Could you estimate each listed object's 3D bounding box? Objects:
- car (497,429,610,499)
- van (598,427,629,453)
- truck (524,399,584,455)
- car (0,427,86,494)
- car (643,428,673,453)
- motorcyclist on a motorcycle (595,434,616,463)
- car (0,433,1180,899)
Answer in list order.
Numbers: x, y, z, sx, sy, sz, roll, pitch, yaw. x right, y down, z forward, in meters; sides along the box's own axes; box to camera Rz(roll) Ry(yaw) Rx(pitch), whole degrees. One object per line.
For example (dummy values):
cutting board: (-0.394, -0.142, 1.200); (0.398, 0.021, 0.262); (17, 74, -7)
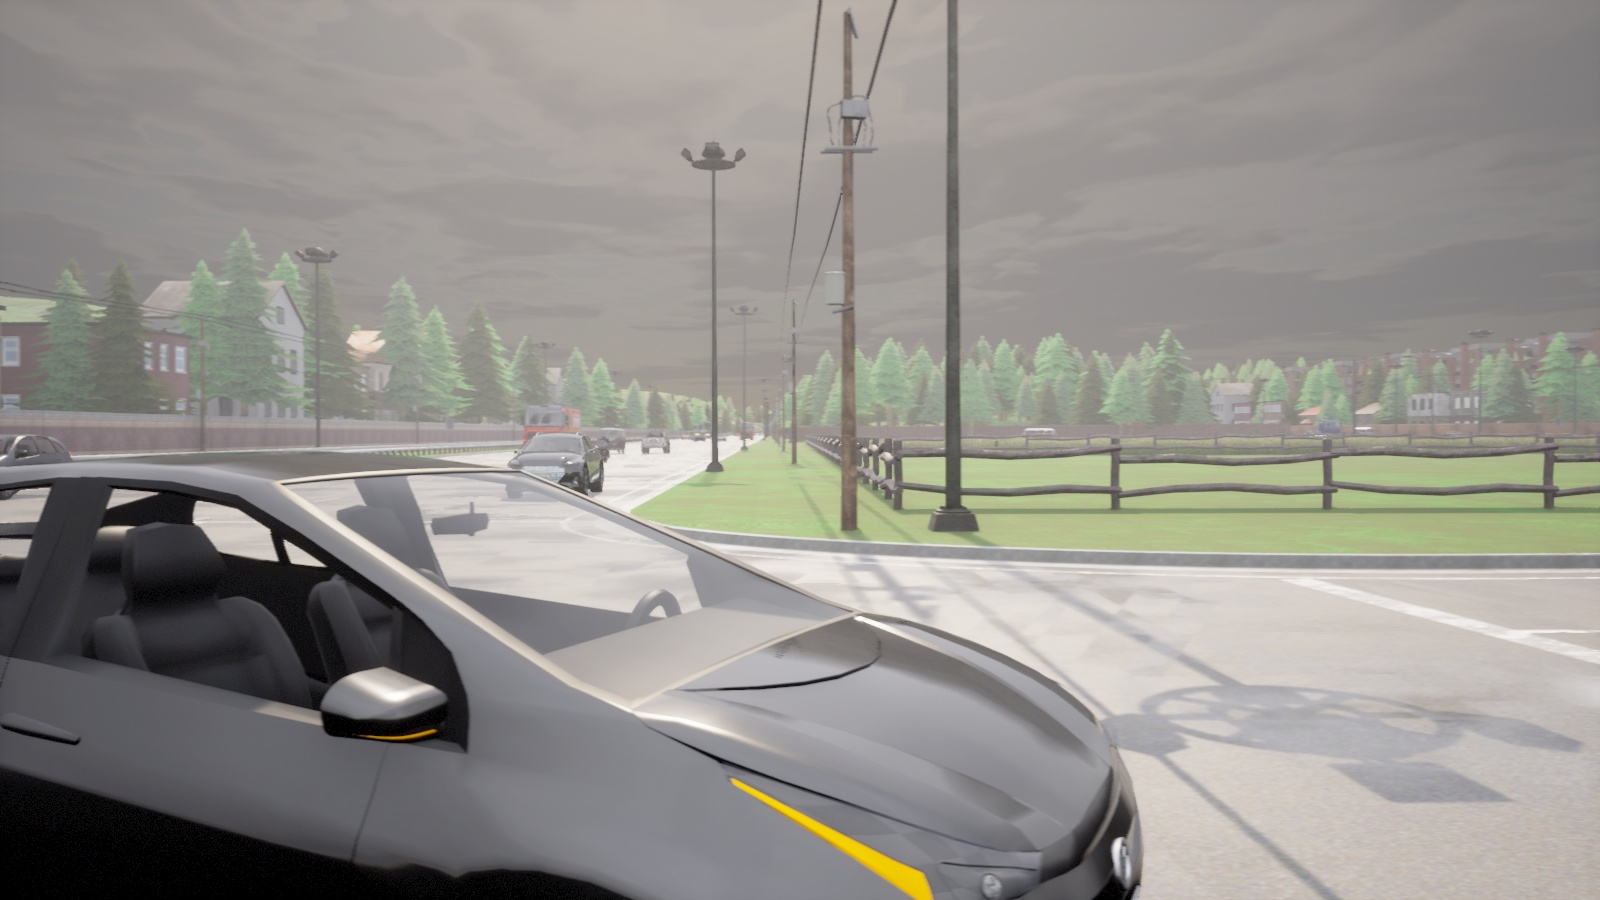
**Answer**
car: (-6.214, 0.295, 32.225); (2.033, 1.649, 4.856); (0, 1, -1)
van: (-14.413, -0.803, 97.318); (1.775, 1.987, 4.442); (0, 1, -1)
truck: (-17.800, -1.650, 91.308); (2.891, 3.827, 8.468); (0, 1, -1)
car: (-20.211, 0.215, 31.965); (1.851, 1.617, 3.988); (0, 1, -1)
car: (-10.900, -0.717, 96.635); (1.932, 1.855, 4.605); (0, 1, -1)
motorcyclist on a motorcycle: (-10.353, -0.090, 66.904); (0.866, 1.530, 2.191); (0, 1, -1)
car: (-1.356, 0.721, 3.612); (4.514, 1.525, 2.007); (1, 1, 22)
